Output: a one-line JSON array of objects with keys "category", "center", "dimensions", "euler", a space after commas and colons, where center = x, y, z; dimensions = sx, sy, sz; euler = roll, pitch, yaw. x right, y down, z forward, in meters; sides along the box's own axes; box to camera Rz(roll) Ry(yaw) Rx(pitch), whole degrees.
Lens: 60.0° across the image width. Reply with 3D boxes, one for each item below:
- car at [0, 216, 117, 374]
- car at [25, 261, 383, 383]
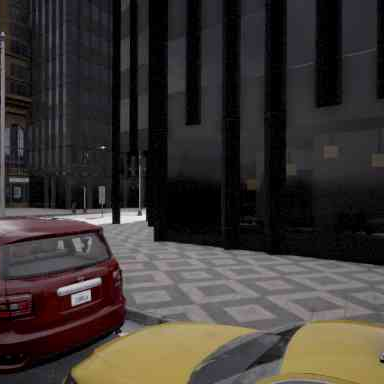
[{"category": "car", "center": [-3.233, 1.314, 5.265], "dimensions": [5.009, 1.841, 2.192], "euler": [0, 0, 36]}, {"category": "car", "center": [1.046, 1.525, 2.213], "dimensions": [4.829, 1.417, 1.752], "euler": [0, 0, 36]}]
